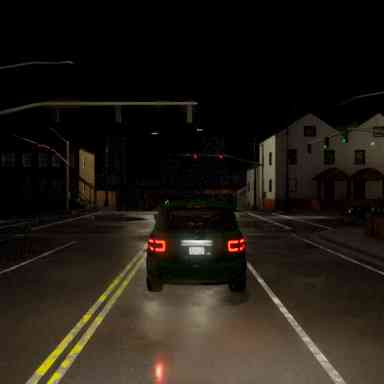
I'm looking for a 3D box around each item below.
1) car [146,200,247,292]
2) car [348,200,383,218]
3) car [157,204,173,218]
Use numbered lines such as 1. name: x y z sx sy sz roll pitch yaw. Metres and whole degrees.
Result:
1. car: 0.090 1.221 9.070 2.150 2.045 5.566 0 0 0
2. car: 16.562 1.490 29.798 4.902 1.511 2.128 0 0 -1
3. car: -3.594 2.595 45.340 1.812 1.442 4.674 0 -9 0
